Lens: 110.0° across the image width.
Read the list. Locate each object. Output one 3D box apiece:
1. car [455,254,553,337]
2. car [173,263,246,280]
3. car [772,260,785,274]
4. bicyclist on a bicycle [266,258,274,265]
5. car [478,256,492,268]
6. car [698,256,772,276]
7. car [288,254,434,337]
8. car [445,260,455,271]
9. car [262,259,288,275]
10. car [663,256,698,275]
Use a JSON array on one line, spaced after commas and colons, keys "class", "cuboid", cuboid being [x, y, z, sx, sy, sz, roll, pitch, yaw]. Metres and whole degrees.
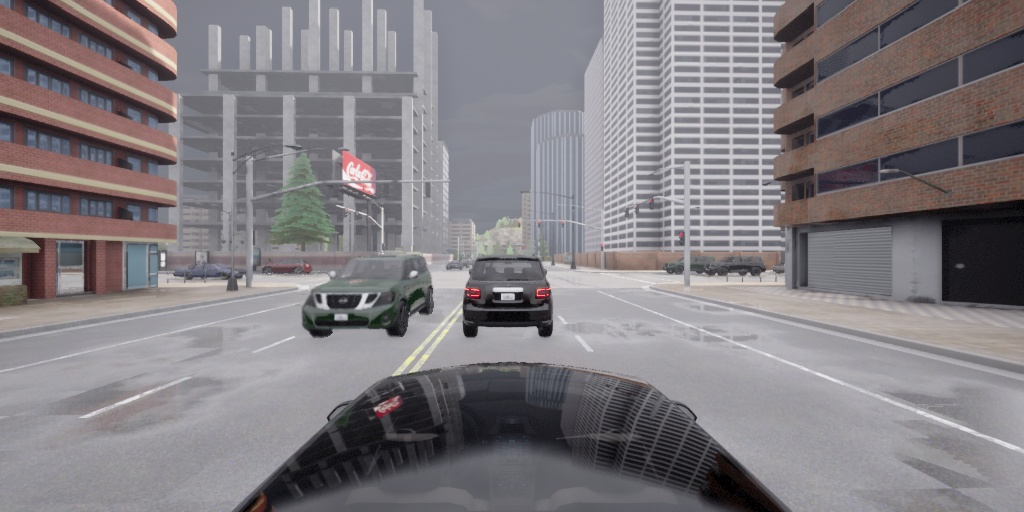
[{"class": "car", "cuboid": [-0.116, 0.971, 10.421, 2.150, 2.045, 5.566, 0, 0, -1]}, {"class": "car", "cuboid": [-25.608, 1.297, 30.650, 5.357, 1.411, 2.033, 0, 0, -1]}, {"class": "car", "cuboid": [31.225, 1.351, 39.278, 4.718, 1.301, 1.895, 0, 0, -1]}, {"class": "bicyclist on a bicycle", "cuboid": [-28.682, 1.051, 42.559, 0.582, 1.620, 1.656, 0, 0, -1]}, {"class": "car", "cuboid": [-4.797, 0.971, 64.767, 2.150, 2.045, 5.566, 0, 0, -1]}, {"class": "car", "cuboid": [22.015, 0.971, 35.561, 5.566, 2.045, 2.150, 0, 0, -2]}, {"class": "car", "cuboid": [-3.801, 0.969, 10.608, 2.150, 2.045, 5.566, 0, 0, -1]}, {"class": "car", "cuboid": [-8.051, 1.314, 50.327, 1.994, 1.385, 4.181, 0, 0, -1]}, {"class": "car", "cuboid": [-23.743, 1.102, 37.900, 4.553, 1.767, 2.097, 0, 0, -1]}, {"class": "car", "cuboid": [19.406, 0.972, 38.992, 5.566, 2.045, 2.150, 0, 0, -1]}]
